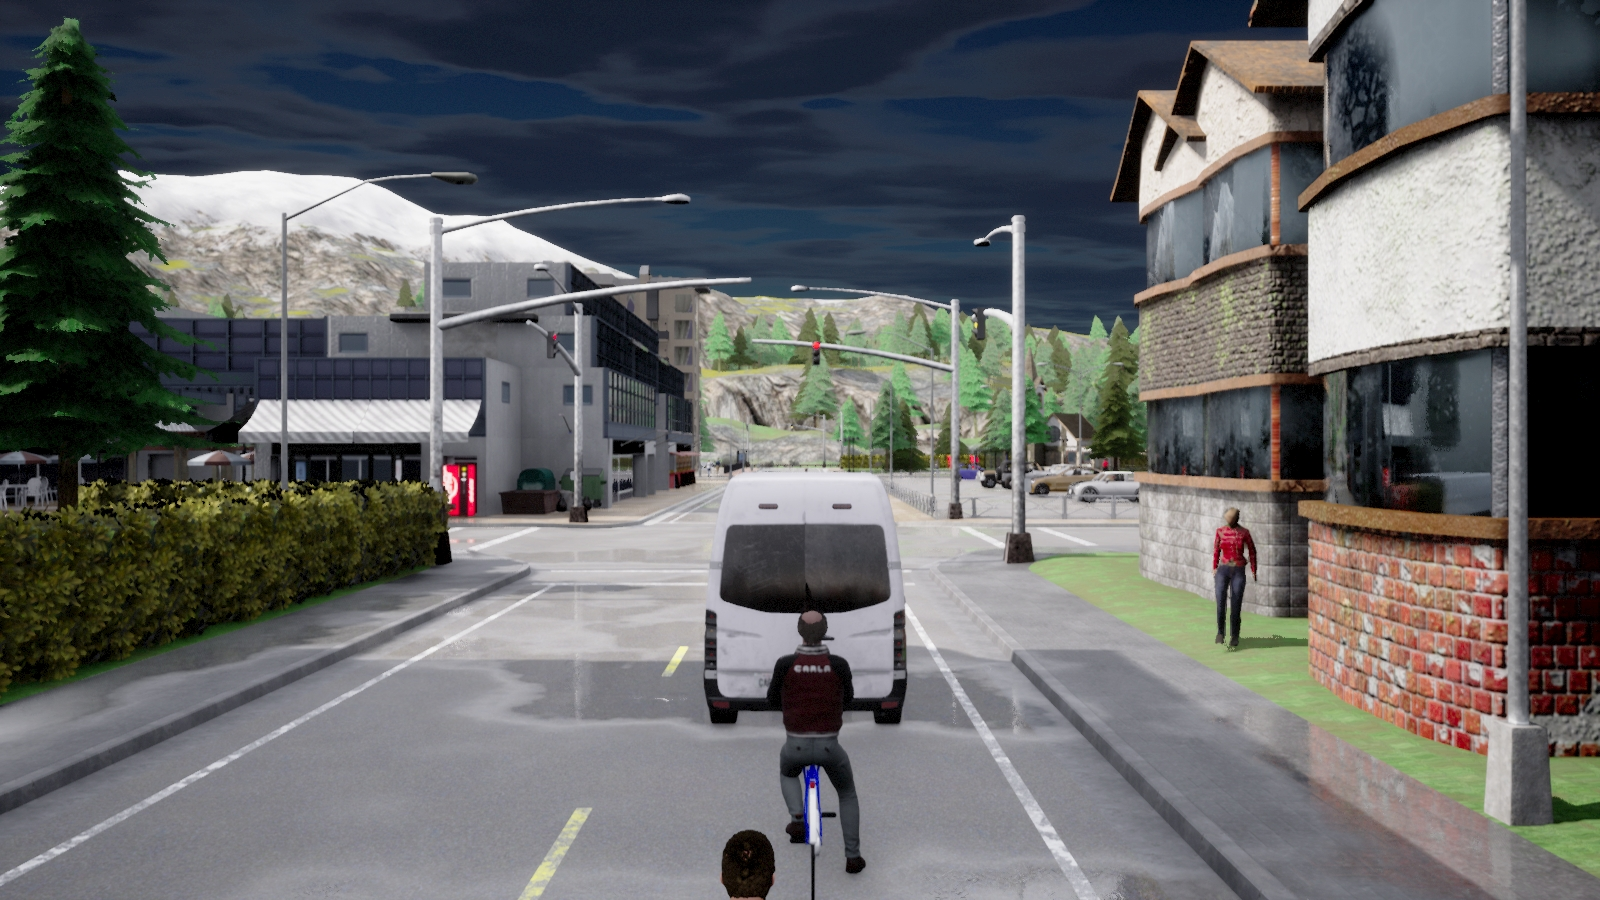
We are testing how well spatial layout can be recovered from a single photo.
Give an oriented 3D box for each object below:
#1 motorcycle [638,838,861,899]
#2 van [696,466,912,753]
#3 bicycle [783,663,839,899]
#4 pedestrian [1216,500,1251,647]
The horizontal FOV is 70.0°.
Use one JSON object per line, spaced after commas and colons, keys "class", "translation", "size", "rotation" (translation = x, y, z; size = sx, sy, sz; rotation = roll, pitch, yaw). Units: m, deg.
{"class": "motorcycle", "translation": [-0.197, 2.192, 3.730], "size": [0.803, 1.145, 2.033], "rotation": [0, 0, 2]}
{"class": "van", "translation": [0.063, 1.511, 13.504], "size": [1.988, 2.561, 5.915], "rotation": [0, 0, 1]}
{"class": "bicycle", "translation": [0.065, 2.188, 7.648], "size": [0.329, 1.171, 1.835], "rotation": [0, 0, 0]}
{"class": "pedestrian", "translation": [5.661, 1.599, 14.905], "size": [0.375, 1.860, 0.375], "rotation": [0, 0, 29]}
